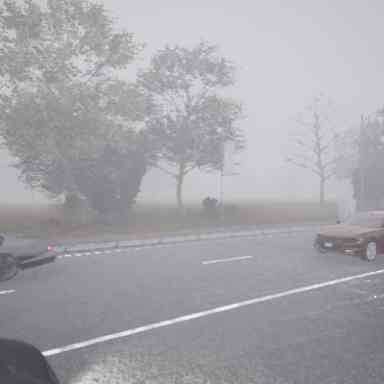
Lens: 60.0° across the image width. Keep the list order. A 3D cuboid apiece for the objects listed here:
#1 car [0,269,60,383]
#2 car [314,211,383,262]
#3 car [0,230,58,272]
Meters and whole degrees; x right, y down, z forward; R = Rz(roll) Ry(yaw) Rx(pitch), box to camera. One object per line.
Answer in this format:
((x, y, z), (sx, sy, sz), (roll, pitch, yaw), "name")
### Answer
((-2.769, 1.554, 1.650), (4.181, 1.385, 1.994), (0, 0, -36), "car")
((6.642, 1.459, 12.182), (5.008, 1.535, 1.882), (0, 0, -30), "car")
((-6.208, 1.516, 8.096), (5.357, 1.411, 2.033), (0, 0, -35), "car")
